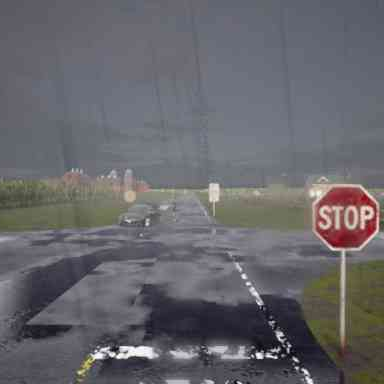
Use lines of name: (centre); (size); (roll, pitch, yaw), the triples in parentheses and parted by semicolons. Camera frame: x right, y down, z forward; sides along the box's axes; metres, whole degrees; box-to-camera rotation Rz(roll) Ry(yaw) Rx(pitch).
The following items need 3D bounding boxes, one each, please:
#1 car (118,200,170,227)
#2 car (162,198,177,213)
car: (-3.317, 1.538, 22.701); (1.837, 1.490, 4.892); (3, 1, 13)
car: (-2.715, 1.468, 36.986); (2.128, 1.511, 4.902); (0, 0, 0)
